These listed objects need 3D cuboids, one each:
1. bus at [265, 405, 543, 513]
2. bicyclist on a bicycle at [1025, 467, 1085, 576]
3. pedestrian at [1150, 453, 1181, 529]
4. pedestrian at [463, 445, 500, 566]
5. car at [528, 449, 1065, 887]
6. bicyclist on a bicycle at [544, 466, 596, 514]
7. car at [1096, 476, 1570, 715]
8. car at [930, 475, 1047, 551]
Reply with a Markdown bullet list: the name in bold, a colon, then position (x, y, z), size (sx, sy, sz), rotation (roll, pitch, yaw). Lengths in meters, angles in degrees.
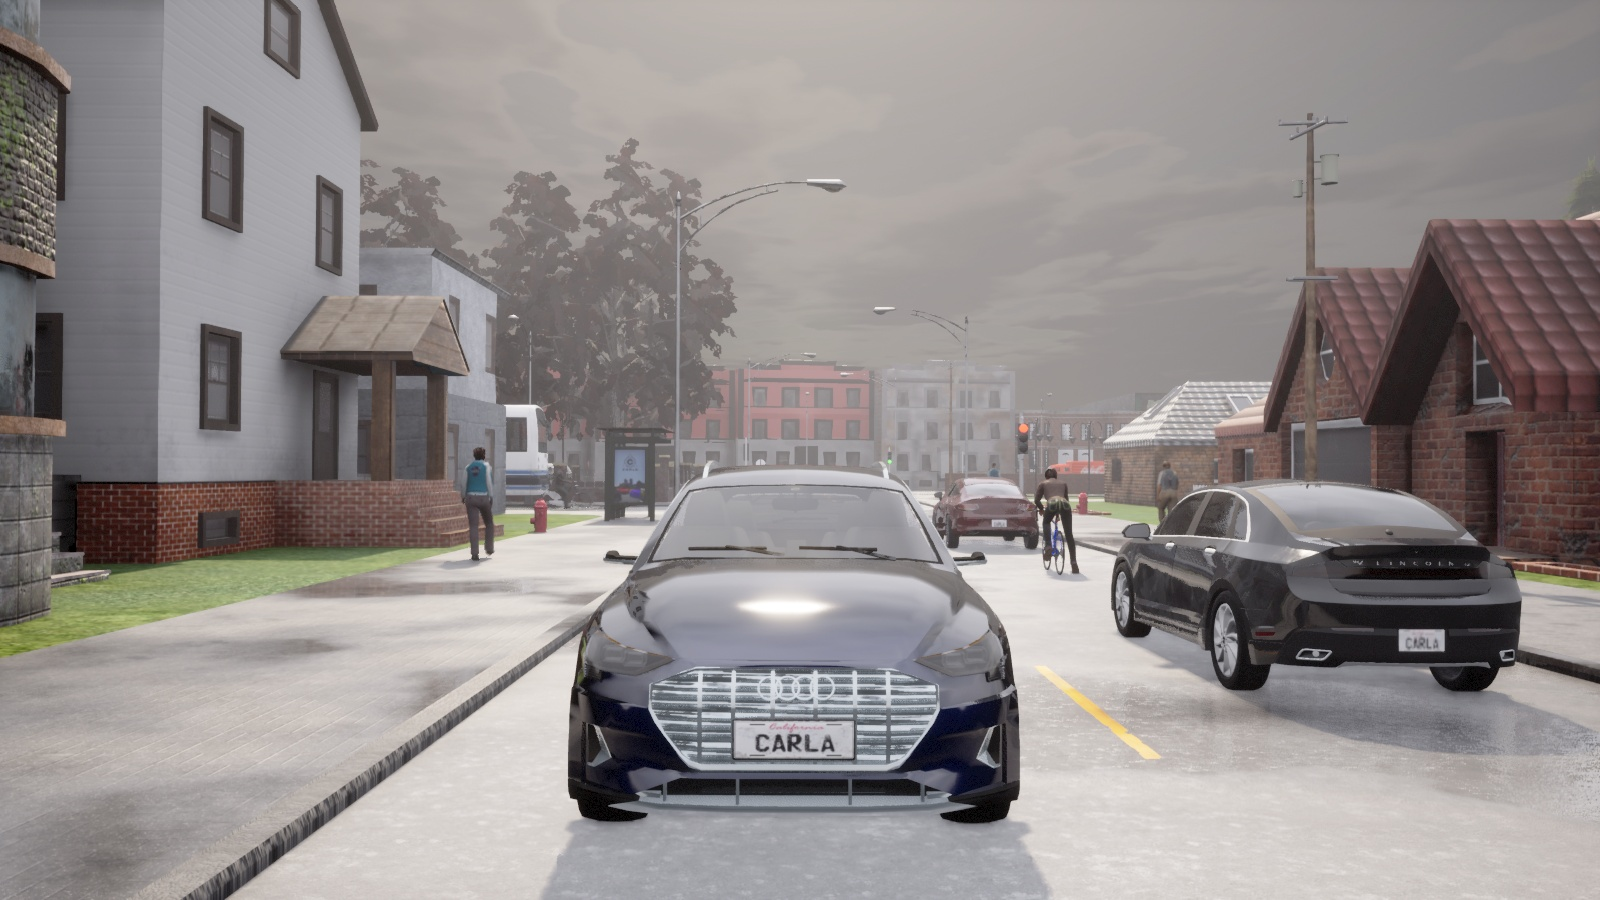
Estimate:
- **bus**: position (-16.065, 0.369, 51.740), size (10.273, 4.253, 3.944), rotation (0, -1, -4)
- **bicyclist on a bicycle**: position (3.948, 1.079, 19.545), size (0.582, 1.620, 1.656), rotation (0, -1, 0)
- **pedestrian**: position (9.044, 1.008, 31.069), size (0.540, 1.848, 0.694), rotation (0, -1, -1)
- **pedestrian**: position (-5.144, 0.885, 20.308), size (0.396, 1.930, 0.692), rotation (0, -1, 4)
- **car**: position (-0.020, 0.865, 7.198), size (2.033, 1.649, 4.856), rotation (0, -1, 0)
- **bicyclist on a bicycle**: position (-8.722, 1.517, 47.573), size (1.843, 1.776, 0.659), rotation (0, -1, 0)
- **car**: position (3.973, 0.979, 10.446), size (1.837, 1.490, 4.892), rotation (0, -1, 0)
- **car**: position (3.920, 1.274, 26.825), size (1.812, 1.442, 4.674), rotation (0, -1, 1)
